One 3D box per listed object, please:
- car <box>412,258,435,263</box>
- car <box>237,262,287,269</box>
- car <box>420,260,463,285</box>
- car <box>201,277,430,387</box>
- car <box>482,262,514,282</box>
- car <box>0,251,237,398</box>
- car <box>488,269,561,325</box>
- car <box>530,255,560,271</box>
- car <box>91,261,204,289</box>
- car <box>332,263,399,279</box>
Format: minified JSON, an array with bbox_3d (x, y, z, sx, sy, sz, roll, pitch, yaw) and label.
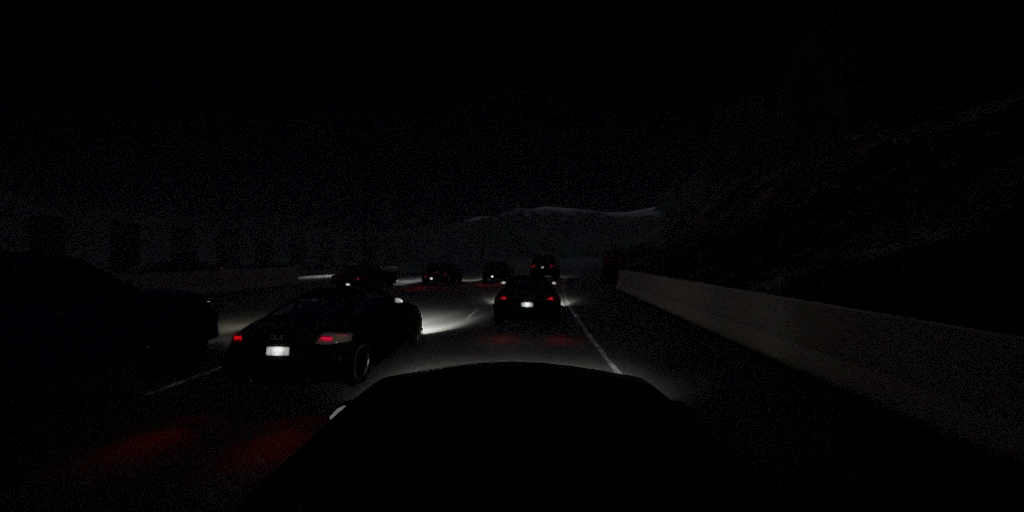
[{"bbox_3d":[-14.541,1.162,61.575,1.837,1.490,4.892,0,1,17],"label":"car"},{"bbox_3d":[-24.873,1.262,35.477,1.895,1.301,4.718,0,0,11],"label":"car"},{"bbox_3d":[-4.957,1.224,25.968,1.837,1.490,4.892,0,0,8],"label":"car"},{"bbox_3d":[-3.210,1.302,7.028,1.994,1.385,4.181,0,0,2],"label":"car"},{"bbox_3d":[-1.042,1.232,28.347,1.837,1.490,4.892,0,0,9],"label":"car"},{"bbox_3d":[-6.814,0.952,4.573,2.150,2.045,5.566,0,0,1],"label":"car"},{"bbox_3d":[0.547,1.308,11.868,1.994,1.385,4.181,0,0,4],"label":"car"},{"bbox_3d":[2.845,0.957,30.391,2.150,2.045,5.566,0,0,10],"label":"car"},{"bbox_3d":[-23.199,1.153,23.191,1.882,1.535,5.008,0,0,7],"label":"car"},{"bbox_3d":[-8.995,1.312,22.438,1.895,1.301,4.718,0,0,7],"label":"car"}]
